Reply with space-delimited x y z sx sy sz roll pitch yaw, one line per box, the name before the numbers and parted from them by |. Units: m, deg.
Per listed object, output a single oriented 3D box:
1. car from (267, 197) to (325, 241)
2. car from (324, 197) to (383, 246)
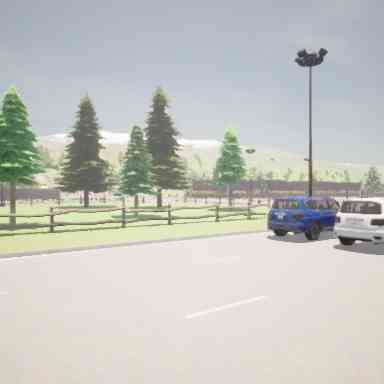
car | 6.261 1.255 16.933 5.566 2.045 2.150 0 0 -35
car | 8.293 1.255 14.084 5.566 2.045 2.150 0 0 -35
